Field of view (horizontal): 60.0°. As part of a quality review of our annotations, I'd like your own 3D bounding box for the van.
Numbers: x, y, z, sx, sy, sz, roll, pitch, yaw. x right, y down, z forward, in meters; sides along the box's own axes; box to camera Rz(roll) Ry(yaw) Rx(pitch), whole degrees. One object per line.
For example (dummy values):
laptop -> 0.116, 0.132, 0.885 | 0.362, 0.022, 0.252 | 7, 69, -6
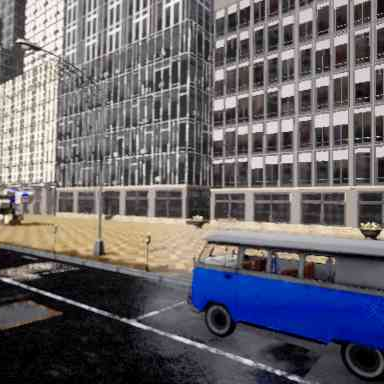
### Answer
van -> 1.779, 1.625, 5.652 | 3.998, 1.788, 1.690 | -1, -3, 38
